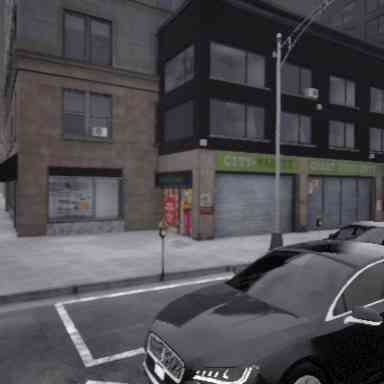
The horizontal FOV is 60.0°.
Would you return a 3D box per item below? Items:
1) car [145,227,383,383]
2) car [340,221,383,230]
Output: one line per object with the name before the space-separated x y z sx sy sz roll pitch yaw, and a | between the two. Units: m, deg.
car | 1.783 1.477 4.414 4.892 1.490 1.837 0 1 -31
car | 5.092 1.531 9.369 4.313 1.339 1.947 0 0 -31
